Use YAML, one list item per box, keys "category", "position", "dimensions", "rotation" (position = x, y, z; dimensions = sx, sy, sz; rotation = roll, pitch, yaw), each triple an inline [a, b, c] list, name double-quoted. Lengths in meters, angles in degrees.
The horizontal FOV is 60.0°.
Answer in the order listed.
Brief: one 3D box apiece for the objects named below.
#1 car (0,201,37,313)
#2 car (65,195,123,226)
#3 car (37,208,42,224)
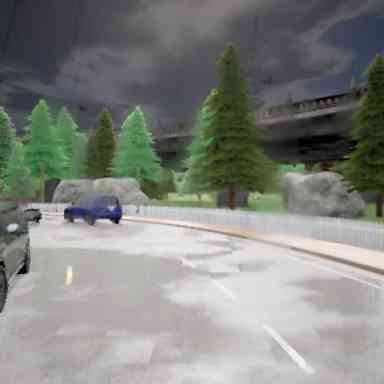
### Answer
- category: "car"
  position: [-5.115, 1.255, 7.524]
  dimensions: [2.150, 2.045, 5.566]
  rotation: [0, 0, -18]
- category: "car"
  position: [-7.178, 1.257, 24.019]
  dimensions: [2.150, 2.045, 5.566]
  rotation: [0, 0, -44]
- category: "car"
  position: [-12.864, 1.571, 24.315]
  dimensions: [4.902, 1.511, 2.128]
  rotation: [0, 0, 38]
